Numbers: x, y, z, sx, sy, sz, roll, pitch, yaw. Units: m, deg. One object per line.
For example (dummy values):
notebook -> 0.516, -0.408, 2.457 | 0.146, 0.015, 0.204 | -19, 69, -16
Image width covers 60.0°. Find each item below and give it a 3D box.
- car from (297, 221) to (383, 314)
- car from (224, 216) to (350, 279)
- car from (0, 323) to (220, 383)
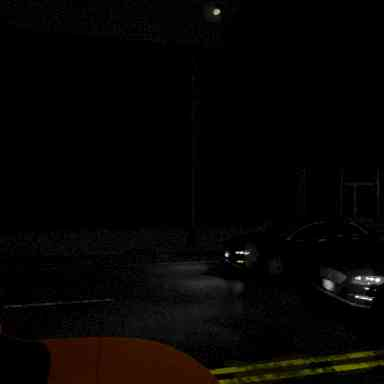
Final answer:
car -> 4.977, 1.491, 6.793 | 4.902, 1.511, 2.128 | 0, 0, -12
car -> 3.354, 1.504, 9.769 | 4.892, 1.490, 1.837 | 0, 0, -12
car -> -2.128, 1.477, 1.745 | 5.008, 1.535, 1.882 | 0, 0, -12
